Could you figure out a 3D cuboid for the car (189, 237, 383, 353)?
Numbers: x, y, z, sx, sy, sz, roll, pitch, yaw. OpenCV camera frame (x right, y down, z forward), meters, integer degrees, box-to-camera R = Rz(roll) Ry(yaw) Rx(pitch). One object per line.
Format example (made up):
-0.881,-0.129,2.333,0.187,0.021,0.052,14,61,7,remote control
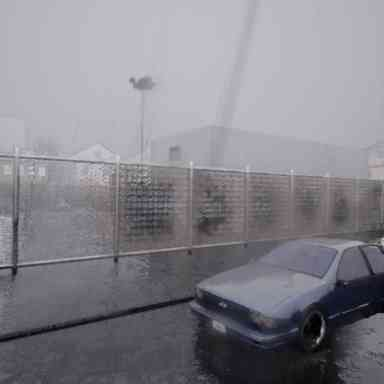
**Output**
2.579,1.623,6.411,5.357,1.411,2.033,1,-1,-35,car
